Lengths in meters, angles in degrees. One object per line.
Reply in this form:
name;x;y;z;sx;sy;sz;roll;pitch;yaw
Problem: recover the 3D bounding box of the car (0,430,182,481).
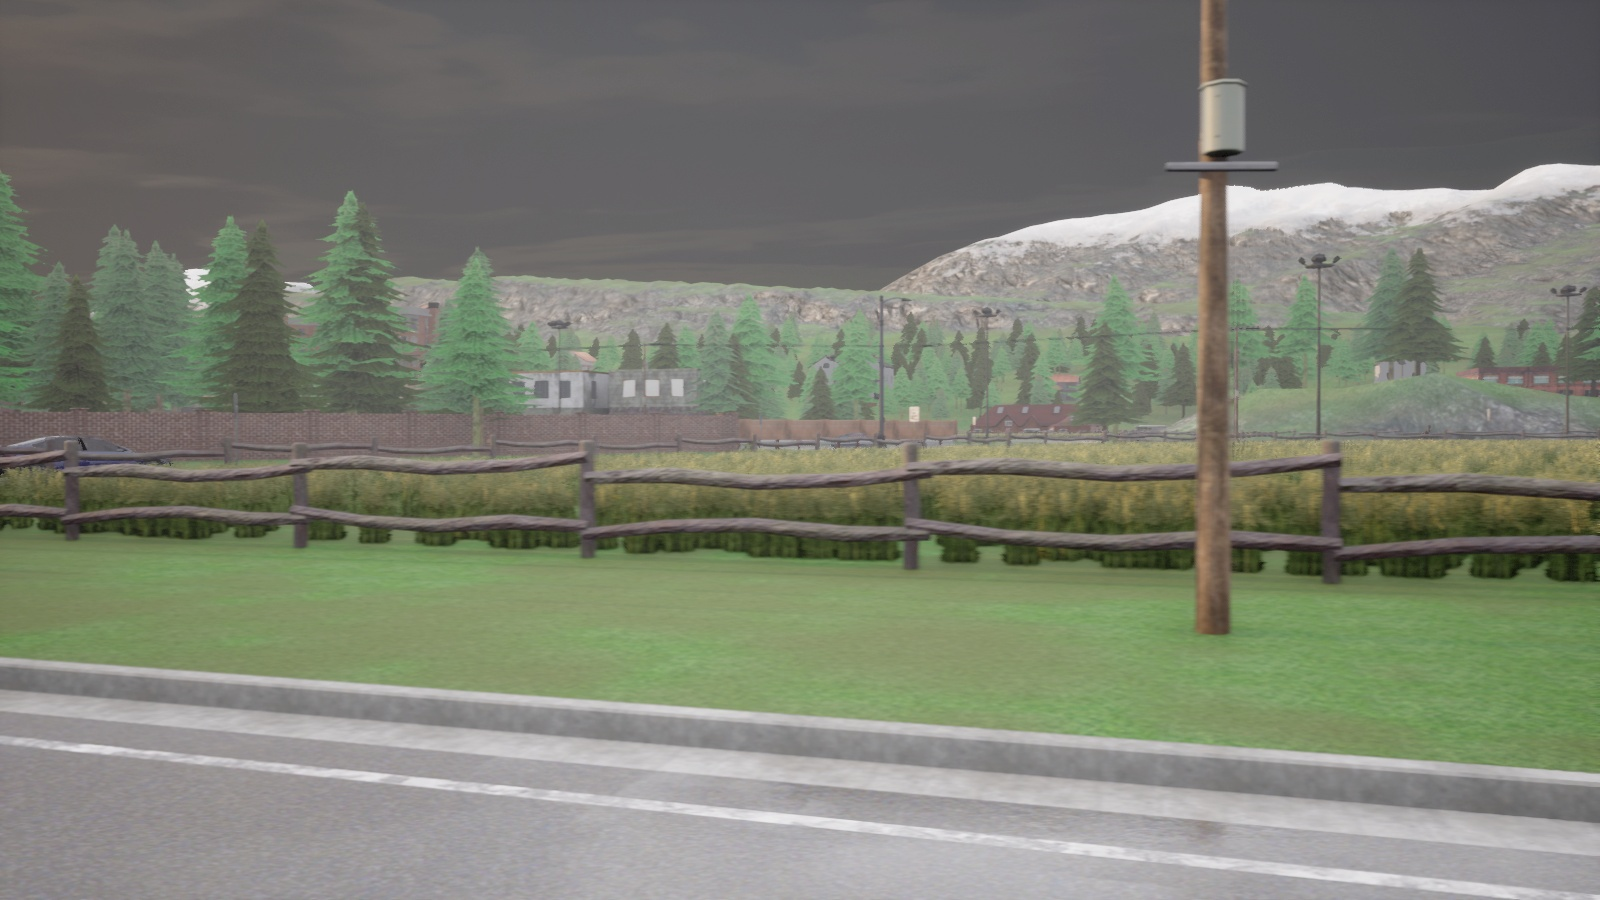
car;-21.921;0.125;38.647;4.792;1.488;2.163;-1;1;-43
